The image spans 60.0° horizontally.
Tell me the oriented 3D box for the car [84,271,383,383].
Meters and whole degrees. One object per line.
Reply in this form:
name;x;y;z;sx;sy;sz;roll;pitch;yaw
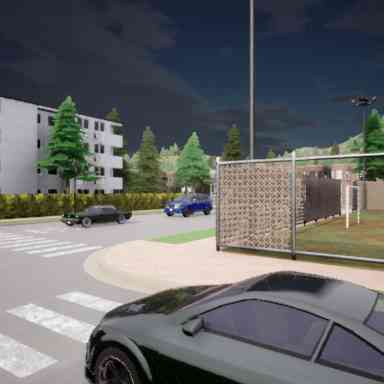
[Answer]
car;0.837;1.564;3.388;4.181;1.385;1.994;0;0;35

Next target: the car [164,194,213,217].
car;-0.201;1.204;31.068;2.150;2.045;5.566;0;0;36

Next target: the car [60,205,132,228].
car;-6.340;1.583;22.355;1.895;1.301;4.718;0;0;35
